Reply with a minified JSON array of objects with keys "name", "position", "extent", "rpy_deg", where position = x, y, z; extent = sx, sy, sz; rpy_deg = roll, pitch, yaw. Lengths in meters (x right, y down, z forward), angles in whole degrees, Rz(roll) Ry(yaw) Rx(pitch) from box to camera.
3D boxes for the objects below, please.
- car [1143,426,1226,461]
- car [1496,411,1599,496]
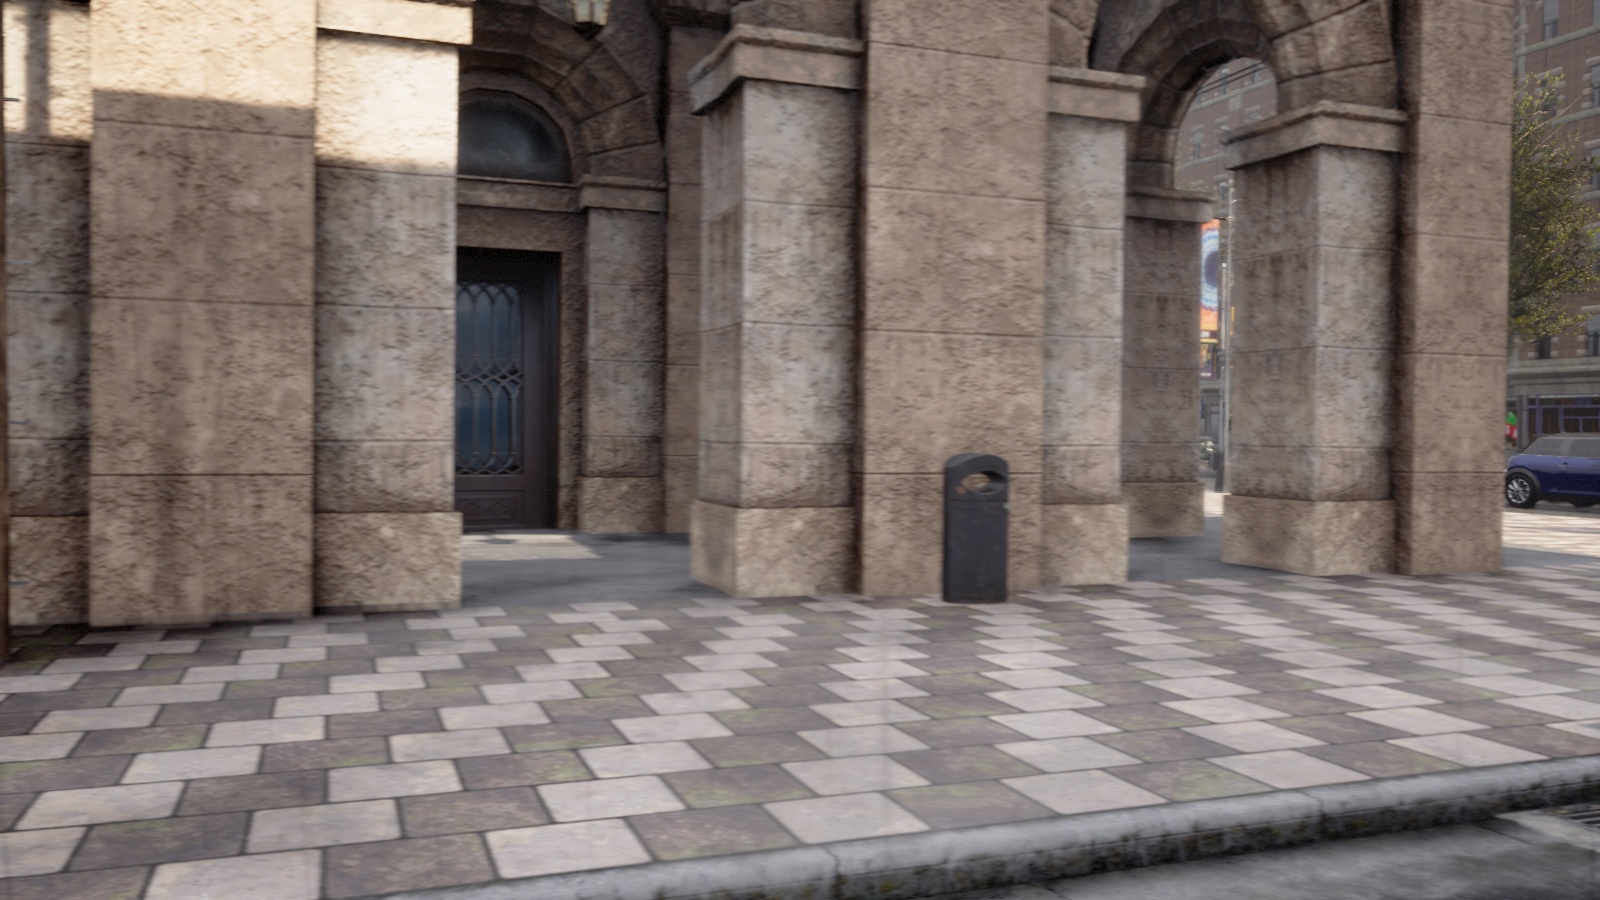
[{"name":"car","position":[17.765,-0.338,58.132],"extent":[1.789,1.549,3.705],"rpy_deg":[-1,1,-20]},{"name":"car","position":[17.375,0.054,26.399],"extent":[2.097,1.767,4.553],"rpy_deg":[-1,1,-20]}]
